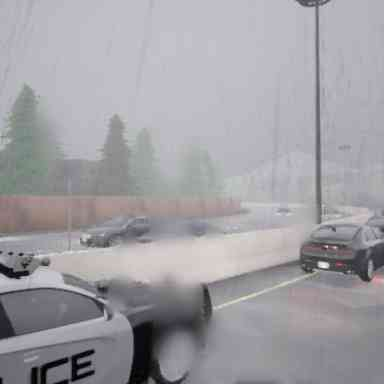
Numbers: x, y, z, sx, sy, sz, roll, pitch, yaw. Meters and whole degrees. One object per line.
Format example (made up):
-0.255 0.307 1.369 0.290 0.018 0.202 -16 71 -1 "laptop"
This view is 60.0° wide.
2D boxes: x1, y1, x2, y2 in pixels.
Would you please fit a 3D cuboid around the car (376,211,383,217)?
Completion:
9.099 1.864 15.320 1.837 1.490 4.892 -1 -2 39 "car"

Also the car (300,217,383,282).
5.163 1.760 10.738 1.837 1.490 4.892 -1 -2 42 "car"

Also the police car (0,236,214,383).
-1.896 1.520 3.722 5.238 1.638 1.930 1 -2 -42 "police car"

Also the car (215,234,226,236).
-0.361 1.897 13.906 1.994 1.385 4.181 -1 -2 43 "car"

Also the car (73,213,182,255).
-2.972 1.880 16.204 2.128 1.511 4.902 -1 -2 43 "car"

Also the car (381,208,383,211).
27.018 2.516 44.769 1.882 1.535 5.008 0 -1 17 "car"
